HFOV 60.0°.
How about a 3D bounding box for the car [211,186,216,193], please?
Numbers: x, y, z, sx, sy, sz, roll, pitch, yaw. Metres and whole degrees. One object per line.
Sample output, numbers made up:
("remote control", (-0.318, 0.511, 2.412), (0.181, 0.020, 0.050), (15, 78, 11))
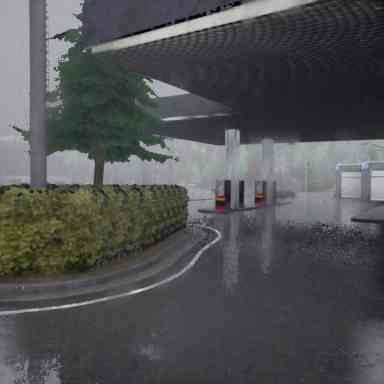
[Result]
("car", (6.256, -0.608, 65.259), (5.027, 1.636, 2.152), (2, 2, 36))

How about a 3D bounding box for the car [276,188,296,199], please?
("car", (13.145, 0.222, 46.771), (2.128, 1.511, 4.902), (2, 2, 36))

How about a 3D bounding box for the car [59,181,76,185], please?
("car", (-25.414, -1.185, 65.624), (3.866, 1.878, 1.905), (2, 2, 36))

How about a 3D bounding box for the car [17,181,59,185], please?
("car", (-16.347, -0.107, 35.232), (3.866, 1.878, 1.905), (2, 2, 36))

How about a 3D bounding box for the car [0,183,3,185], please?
("car", (-32.957, -0.847, 55.295), (5.027, 1.636, 2.152), (2, 2, 36))

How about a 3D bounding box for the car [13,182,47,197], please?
("car", (-20.765, -0.367, 42.521), (4.605, 1.855, 1.932), (2, 2, 36))

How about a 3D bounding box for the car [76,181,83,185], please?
("car", (-24.034, -1.236, 68.214), (4.605, 1.855, 1.932), (2, 2, 36))
